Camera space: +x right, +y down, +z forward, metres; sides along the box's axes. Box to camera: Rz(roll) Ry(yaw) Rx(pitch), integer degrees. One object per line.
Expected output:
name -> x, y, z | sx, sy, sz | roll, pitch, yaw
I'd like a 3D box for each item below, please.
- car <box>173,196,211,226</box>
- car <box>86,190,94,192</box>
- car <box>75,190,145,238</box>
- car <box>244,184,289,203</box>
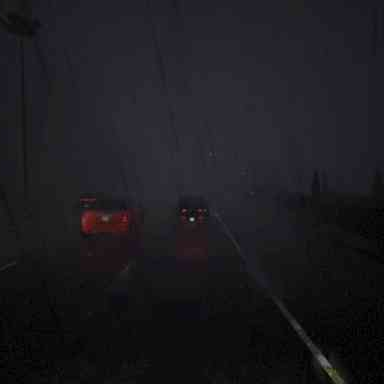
car -> -0.011, 0.958, 18.513 | 1.837, 1.490, 4.892 | 0, 3, 0
car -> -7.055, 0.622, 24.577 | 2.128, 1.511, 4.902 | 0, 3, 0
car -> -3.492, 0.965, 15.445 | 2.097, 1.767, 4.553 | 0, 3, 0
car -> 7.476, 0.058, 32.529 | 4.553, 1.767, 2.097 | -1, 4, -17
